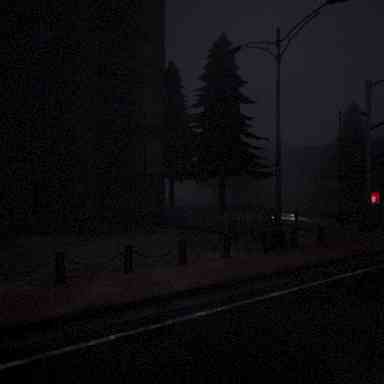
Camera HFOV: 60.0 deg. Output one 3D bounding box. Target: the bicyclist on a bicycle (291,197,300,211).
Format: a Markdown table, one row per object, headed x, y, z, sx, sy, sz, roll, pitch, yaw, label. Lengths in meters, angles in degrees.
| x | y | z | sx | sy | sz | roll | pitch | yaw | label |
| --- | --- | --- | --- | --- | --- | --- | --- | --- | --- |
| 11.427 | 1.316 | 36.632 | 1.656 | 1.620 | 0.582 | 0 | 0 | -37 | bicyclist on a bicycle |

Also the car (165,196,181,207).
| x | y | z | sx | sy | sz | roll | pitch | yaw | label |
| --- | --- | --- | --- | --- | --- | --- | --- | --- | --- |
| -3.646 | 1.616 | 50.434 | 1.895 | 1.301 | 4.718 | 0 | 0 | -34 | car |

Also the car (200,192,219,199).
| x | y | z | sx | sy | sz | roll | pitch | yaw | label |
| --- | --- | --- | --- | --- | --- | --- | --- | --- | --- |
| 5.081 | 1.113 | 92.433 | 1.932 | 1.855 | 4.605 | 0 | 0 | -37 | car |

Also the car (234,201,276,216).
| x | y | z | sx | sy | sz | roll | pitch | yaw | label |
| --- | --- | --- | --- | --- | --- | --- | --- | --- | --- |
| 5.915 | 1.579 | 31.522 | 1.994 | 1.385 | 4.181 | 0 | 0 | -37 | car |

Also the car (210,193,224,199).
| x | y | z | sx | sy | sz | roll | pitch | yaw | label |
| --- | --- | --- | --- | --- | --- | --- | --- | --- | --- |
| 7.168 | 1.092 | 94.497 | 1.905 | 1.878 | 3.866 | 0 | 0 | -37 | car |
